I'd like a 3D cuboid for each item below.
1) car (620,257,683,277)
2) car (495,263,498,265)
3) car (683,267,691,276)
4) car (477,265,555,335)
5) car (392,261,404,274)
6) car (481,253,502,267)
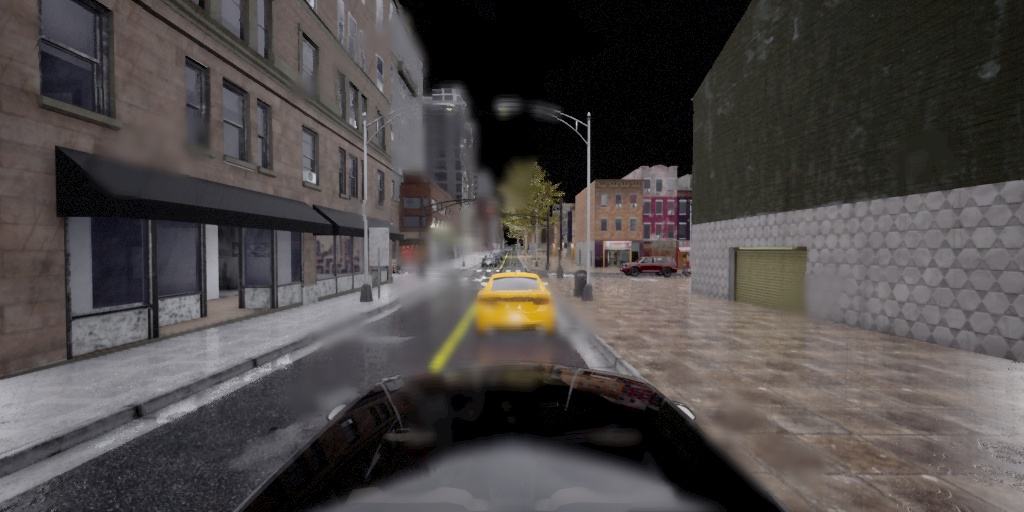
[{"bbox_3d":[12.711,0.952,33.411,5.009,1.841,2.192,0,0,0],"label":"car"},{"bbox_3d":[0.073,1.250,19.881,1.895,1.301,4.718,0,1,0],"label":"car"},{"bbox_3d":[18.113,1.296,33.418,4.207,1.307,1.802,0,0,0],"label":"car"},{"bbox_3d":[0.098,1.206,10.439,1.882,1.535,5.008,0,0,0],"label":"car"},{"bbox_3d":[-11.583,0.677,30.492,4.553,1.767,2.097,1,1,5],"label":"car"},{"bbox_3d":[-2.828,0.613,45.997,2.128,1.511,4.902,0,2,1],"label":"car"}]
